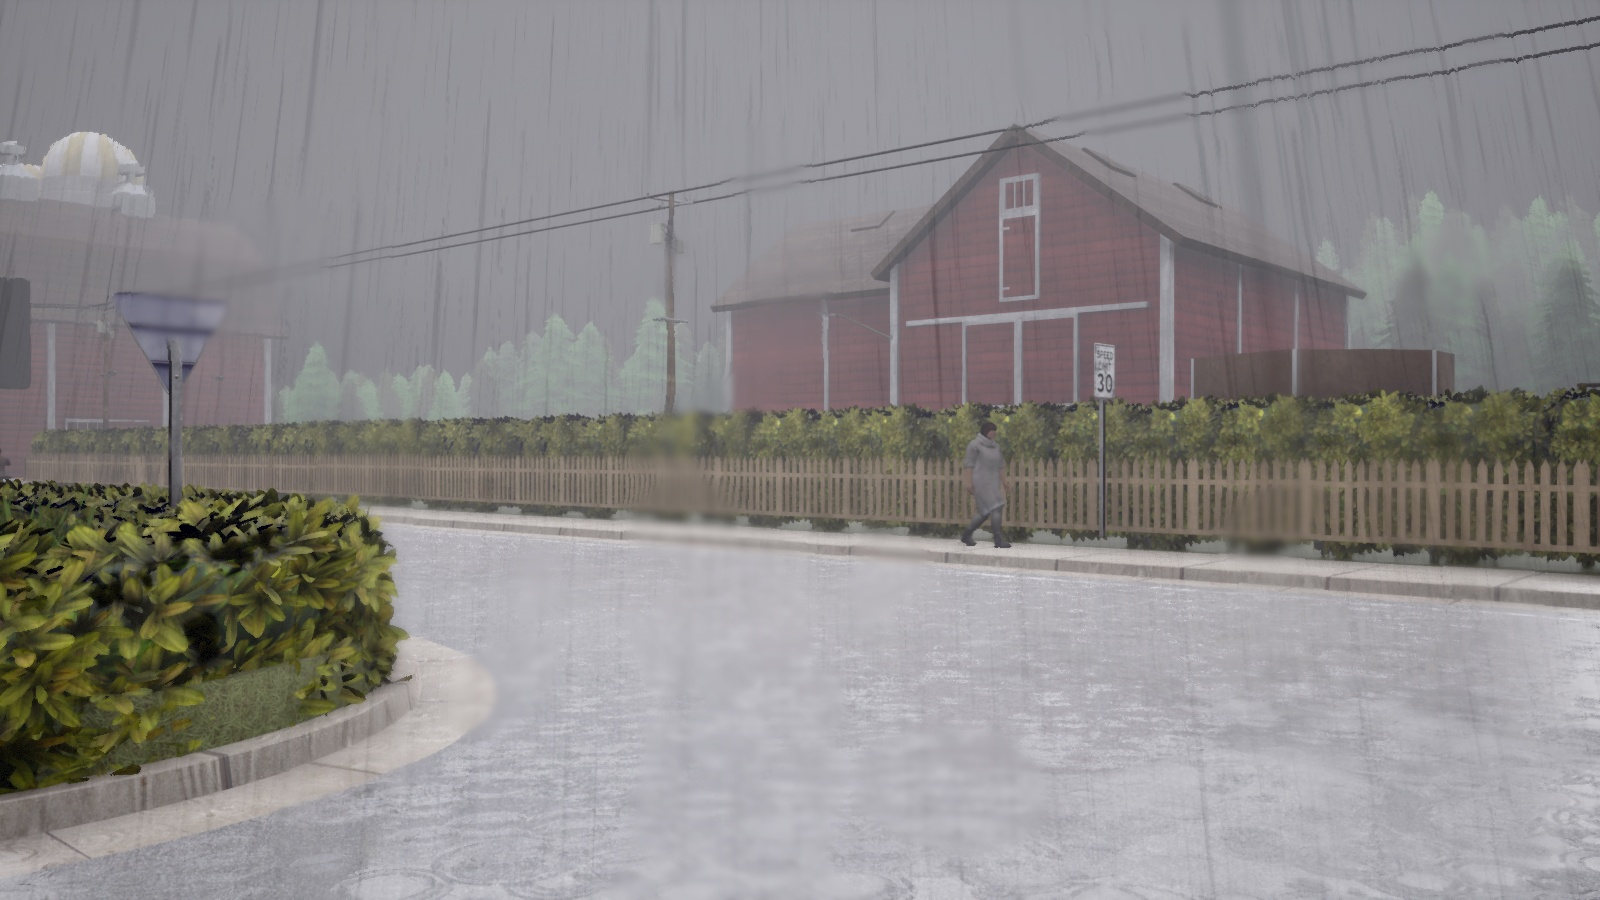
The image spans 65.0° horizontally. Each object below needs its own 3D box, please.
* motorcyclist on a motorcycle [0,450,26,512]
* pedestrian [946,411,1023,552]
[{"bbox_3d":[-21.986,0.826,34.288,2.350,1.649,0.766,0,0,41],"label":"motorcyclist on a motorcycle"},{"bbox_3d":[2.633,0.438,17.949,0.873,1.952,0.659,0,0,43],"label":"pedestrian"}]
